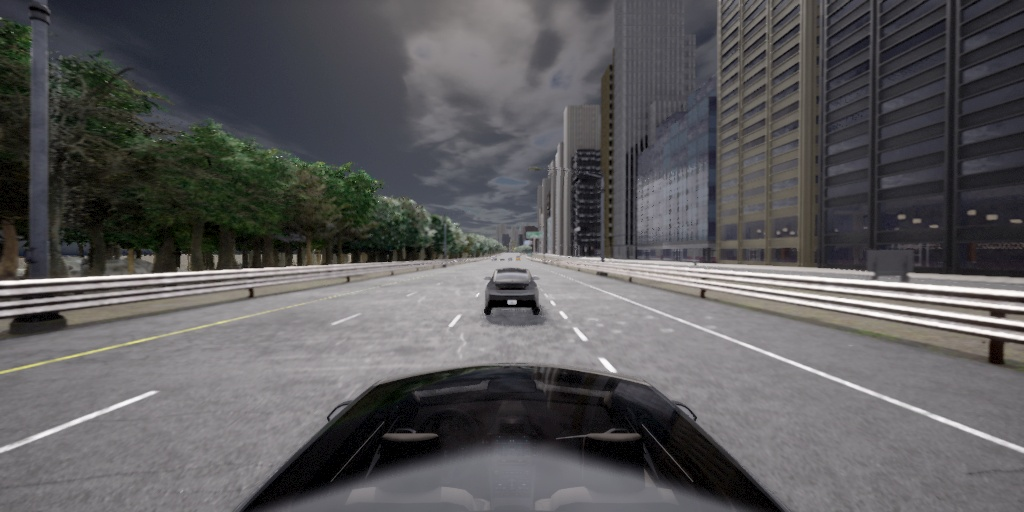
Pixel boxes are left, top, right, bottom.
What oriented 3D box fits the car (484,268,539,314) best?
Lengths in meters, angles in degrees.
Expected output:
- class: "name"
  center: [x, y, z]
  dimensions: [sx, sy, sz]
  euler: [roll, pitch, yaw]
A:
- class: "car"
  center: [-0.006, 1.207, 13.826]
  dimensions: [1.837, 1.490, 4.892]
  euler: [0, 0, 0]
